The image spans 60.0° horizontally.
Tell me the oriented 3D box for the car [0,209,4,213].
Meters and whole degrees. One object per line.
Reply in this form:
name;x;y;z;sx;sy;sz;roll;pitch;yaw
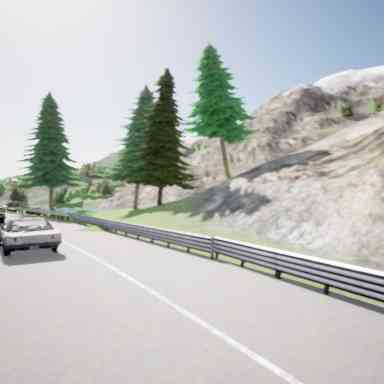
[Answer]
car;-16.607;1.906;27.208;1.895;1.301;4.718;0;0;-39

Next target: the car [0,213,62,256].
car;-6.906;1.741;13.899;1.895;1.301;4.718;0;0;-33
